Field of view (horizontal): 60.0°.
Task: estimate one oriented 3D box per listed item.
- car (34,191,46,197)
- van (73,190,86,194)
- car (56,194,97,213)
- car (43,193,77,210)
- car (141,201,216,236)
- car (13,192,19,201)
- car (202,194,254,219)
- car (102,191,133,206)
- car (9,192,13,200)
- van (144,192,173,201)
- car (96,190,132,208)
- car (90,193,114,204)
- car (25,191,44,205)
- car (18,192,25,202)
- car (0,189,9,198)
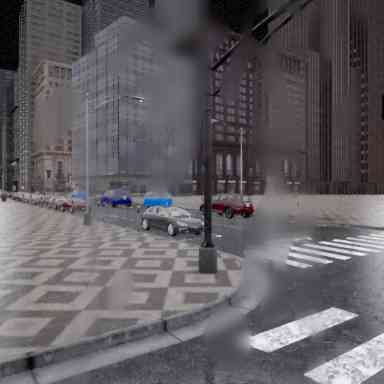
[{"bbox_3d":[-38.507,0.494,84.115,1.887,1.381,4.507,0,0,-35],"label":"car"},{"bbox_3d":[-19.488,0.597,57.442,1.690,1.788,3.998,1,0,-35],"label":"van"},{"bbox_3d":[-10.590,1.139,30.273,1.887,1.381,4.507,1,0,-35],"label":"car"},{"bbox_3d":[-13.759,1.074,34.718,2.008,1.369,4.403,1,0,-35],"label":"car"},{"bbox_3d":[-1.083,1.366,16.938,2.008,1.369,4.403,1,0,-35],"label":"car"},{"bbox_3d":[-26.434,0.702,52.499,1.967,1.590,4.097,1,0,-35],"label":"car"},{"bbox_3d":[2.700,1.049,26.323,2.192,1.841,5.009,1,0,-35],"label":"car"},{"bbox_3d":[-9.978,0.765,44.105,2.192,1.841,5.009,1,0,-35],"label":"car"},{"bbox_3d":[-29.605,0.747,56.944,1.887,1.381,4.507,1,0,-35],"label":"car"},{"bbox_3d":[-3.640,0.930,35.214,1.690,1.788,3.998,1,0,-35],"label":"van"},{"bbox_3d":[-8.831,0.743,38.053,2.150,2.045,5.566,0,1,-35],"label":"car"},{"bbox_3d":[-13.152,0.934,48.552,2.008,1.369,4.403,1,0,-35],"label":"car"},{"bbox_3d":[-20.097,0.939,43.609,2.008,1.369,4.403,1,0,-35],"label":"car"},{"bbox_3d":[-23.267,0.874,48.054,2.008,1.369,4.403,1,0,-35],"label":"car"},{"bbox_3d":[-39.113,0.611,70.278,1.947,1.339,4.313,1,0,-35],"label":"car"}]
